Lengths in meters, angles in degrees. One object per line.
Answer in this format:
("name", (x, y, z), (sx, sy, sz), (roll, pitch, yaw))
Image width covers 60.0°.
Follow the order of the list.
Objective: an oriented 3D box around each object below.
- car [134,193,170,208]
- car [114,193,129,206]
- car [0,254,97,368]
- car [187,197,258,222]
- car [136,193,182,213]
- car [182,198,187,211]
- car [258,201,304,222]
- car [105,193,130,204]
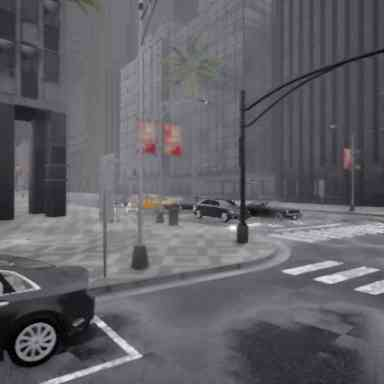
("car", (-4.656, 0.903, 38.238), (1.882, 1.535, 5.008), (0, 1, -35))
("car", (-9.145, 0.965, 38.961), (1.895, 1.301, 4.718), (0, 1, -35))
("car", (-3.469, 1.550, 4.173), (4.403, 1.369, 2.008), (0, 0, -36))
("car", (1.993, 1.204, 23.243), (1.837, 1.490, 4.892), (0, 1, -35))
("car", (-3.298, 1.016, 30.705), (1.882, 1.535, 5.008), (0, 1, -35))
("car", (0.464, 1.143, 31.021), (1.994, 1.385, 4.181), (0, 1, -35))
("car", (5.552, 1.335, 23.858), (1.895, 1.301, 4.718), (0, 1, -36))
("car", (-10.394, 0.821, 46.377), (1.994, 1.385, 4.181), (0, 1, -35))
